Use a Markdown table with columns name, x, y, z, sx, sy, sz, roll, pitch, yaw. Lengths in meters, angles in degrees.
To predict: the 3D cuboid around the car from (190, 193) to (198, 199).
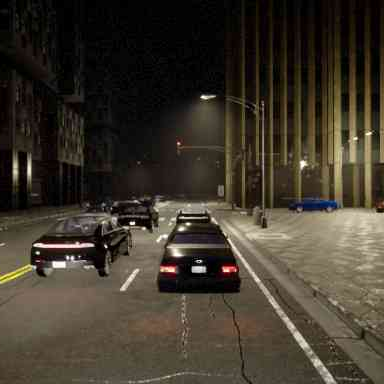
| name | x | y | z | sx | sy | sz | roll | pitch | yaw |
| --- | --- | --- | --- | --- | --- | --- | --- | --- | --- |
| car | 0.442 | 1.117 | 87.517 | 2.128 | 1.511 | 4.902 | 0 | 0 | 0 |

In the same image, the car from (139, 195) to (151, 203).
| name | x | y | z | sx | sy | sz | roll | pitch | yaw |
| --- | --- | --- | --- | --- | --- | --- | --- | --- | --- |
| car | -9.432 | 1.364 | 66.992 | 1.812 | 1.442 | 4.674 | 0 | 0 | 1 |

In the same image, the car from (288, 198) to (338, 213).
| name | x | y | z | sx | sy | sz | roll | pitch | yaw |
| --- | --- | --- | --- | --- | --- | --- | --- | --- | --- |
| car | 12.710 | 1.369 | 35.047 | 5.008 | 1.535 | 1.882 | 0 | 0 | 1 |

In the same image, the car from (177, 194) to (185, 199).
| name | x | y | z | sx | sy | sz | roll | pitch | yaw |
| --- | --- | --- | --- | --- | --- | --- | --- | --- | --- |
| car | -2.808 | 1.187 | 87.564 | 1.895 | 1.301 | 4.718 | 0 | 0 | 0 |

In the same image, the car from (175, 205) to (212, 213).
| name | x | y | z | sx | sy | sz | roll | pitch | yaw |
| --- | --- | --- | --- | --- | --- | --- | --- | --- | --- |
| car | 0.092 | 1.475 | 18.695 | 2.128 | 1.511 | 4.902 | 0 | 0 | 0 |

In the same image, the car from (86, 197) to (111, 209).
| name | x | y | z | sx | sy | sz | roll | pitch | yaw |
| --- | --- | --- | --- | --- | --- | --- | --- | --- | --- |
| car | -9.673 | 1.300 | 35.390 | 2.097 | 1.767 | 4.553 | 0 | 0 | 0 |

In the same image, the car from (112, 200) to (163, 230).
| name | x | y | z | sx | sy | sz | roll | pitch | yaw |
| --- | --- | --- | --- | --- | --- | --- | --- | --- | --- |
| car | -3.055 | 1.460 | 19.601 | 1.882 | 1.535 | 5.008 | 0 | 0 | 0 |

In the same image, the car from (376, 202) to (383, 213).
| name | x | y | z | sx | sy | sz | roll | pitch | yaw |
| --- | --- | --- | --- | --- | --- | --- | --- | --- | --- |
| car | 19.973 | 1.404 | 31.837 | 4.181 | 1.385 | 1.994 | 0 | 0 | 0 |

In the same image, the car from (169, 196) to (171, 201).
| name | x | y | z | sx | sy | sz | roll | pitch | yaw |
| --- | --- | --- | --- | --- | --- | --- | --- | --- | --- |
| car | -6.105 | 1.381 | 78.667 | 1.895 | 1.301 | 4.718 | 0 | 0 | 0 |

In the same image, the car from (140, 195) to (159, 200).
| name | x | y | z | sx | sy | sz | roll | pitch | yaw |
| --- | --- | --- | --- | --- | --- | --- | --- | --- | --- |
| car | -6.355 | 1.511 | 48.366 | 1.895 | 1.301 | 4.718 | 0 | 0 | 0 |

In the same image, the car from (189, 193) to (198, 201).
| name | x | y | z | sx | sy | sz | roll | pitch | yaw |
| --- | --- | --- | --- | --- | --- | --- | --- | --- | --- |
| car | 0.389 | 1.291 | 77.095 | 1.837 | 1.490 | 4.892 | 0 | 0 | 0 |

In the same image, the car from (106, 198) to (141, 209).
| name | x | y | z | sx | sy | sz | roll | pitch | yaw |
| --- | --- | --- | --- | --- | --- | --- | --- | --- | --- |
| car | -6.442 | 1.560 | 31.718 | 1.895 | 1.301 | 4.718 | 0 | 0 | 0 |

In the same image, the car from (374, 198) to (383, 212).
| name | x | y | z | sx | sy | sz | roll | pitch | yaw |
| --- | --- | --- | --- | --- | --- | --- | --- | --- | --- |
| car | 22.176 | 1.343 | 35.018 | 4.902 | 1.511 | 2.128 | 0 | 0 | 0 |

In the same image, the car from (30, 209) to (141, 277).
| name | x | y | z | sx | sy | sz | roll | pitch | yaw |
| --- | --- | --- | --- | --- | --- | --- | --- | --- | --- |
| car | -3.101 | 1.487 | 10.225 | 2.128 | 1.511 | 4.902 | 0 | 0 | 0 |

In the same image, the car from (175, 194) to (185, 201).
| name | x | y | z | sx | sy | sz | roll | pitch | yaw |
| --- | --- | --- | --- | --- | --- | --- | --- | --- | --- |
| car | -2.861 | 1.316 | 77.112 | 2.128 | 1.511 | 4.902 | 0 | 0 | 0 |

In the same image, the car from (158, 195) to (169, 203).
| name | x | y | z | sx | sy | sz | roll | pitch | yaw |
| --- | --- | --- | --- | --- | --- | --- | --- | --- | --- |
| car | -6.232 | 1.343 | 63.610 | 2.128 | 1.511 | 4.902 | 0 | 0 | 1 |

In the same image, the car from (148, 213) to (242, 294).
| name | x | y | z | sx | sy | sz | roll | pitch | yaw |
| --- | --- | --- | --- | --- | --- | --- | --- | --- | --- |
| car | 0.143 | 1.544 | 8.951 | 2.033 | 1.411 | 5.357 | 0 | 0 | 0 |
